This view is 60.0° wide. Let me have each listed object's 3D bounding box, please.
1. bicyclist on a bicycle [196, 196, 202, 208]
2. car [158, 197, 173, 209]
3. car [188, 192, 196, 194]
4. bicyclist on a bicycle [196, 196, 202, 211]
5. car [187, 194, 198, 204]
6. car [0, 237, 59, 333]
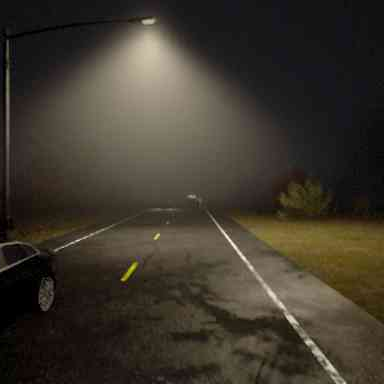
[{"bbox_3d":[0.954,1.368,47.176,0.866,1.612,1.509,0,0,0],"label":"bicyclist on a bicycle"},{"bbox_3d":[-3.597,1.412,45.629,1.882,1.535,5.008,0,0,0],"label":"car"},{"bbox_3d":[-0.016,1.081,74.506,2.150,2.045,5.566,0,0,0],"label":"car"},{"bbox_3d":[0.949,1.387,38.715,0.866,1.612,1.509,0,0,0],"label":"bicyclist on a bicycle"},{"bbox_3d":[0.066,1.501,60.123,1.895,1.301,4.718,0,0,0],"label":"car"},{"bbox_3d":[-3.601,1.489,4.800,2.128,1.511,4.902,0,0,0],"label":"car"}]
